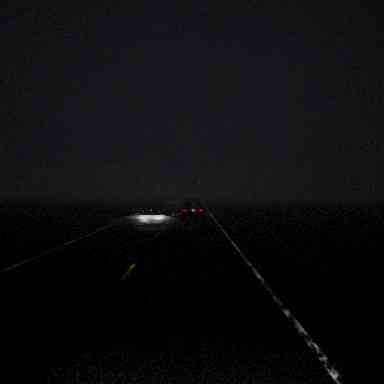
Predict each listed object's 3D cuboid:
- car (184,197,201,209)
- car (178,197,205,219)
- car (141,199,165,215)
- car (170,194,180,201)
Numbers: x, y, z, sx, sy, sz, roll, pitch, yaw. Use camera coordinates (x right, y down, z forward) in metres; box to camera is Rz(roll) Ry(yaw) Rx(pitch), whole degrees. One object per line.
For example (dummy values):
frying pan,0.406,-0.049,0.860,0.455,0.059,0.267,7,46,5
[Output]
car,0.064,1.344,42.300,1.994,1.385,4.181,0,0,0
car,0.085,1.406,27.268,2.033,1.411,5.357,0,0,0
car,-3.614,1.400,31.534,1.994,1.385,4.181,0,0,0
car,-3.540,1.172,70.697,2.033,1.411,5.357,0,0,0
